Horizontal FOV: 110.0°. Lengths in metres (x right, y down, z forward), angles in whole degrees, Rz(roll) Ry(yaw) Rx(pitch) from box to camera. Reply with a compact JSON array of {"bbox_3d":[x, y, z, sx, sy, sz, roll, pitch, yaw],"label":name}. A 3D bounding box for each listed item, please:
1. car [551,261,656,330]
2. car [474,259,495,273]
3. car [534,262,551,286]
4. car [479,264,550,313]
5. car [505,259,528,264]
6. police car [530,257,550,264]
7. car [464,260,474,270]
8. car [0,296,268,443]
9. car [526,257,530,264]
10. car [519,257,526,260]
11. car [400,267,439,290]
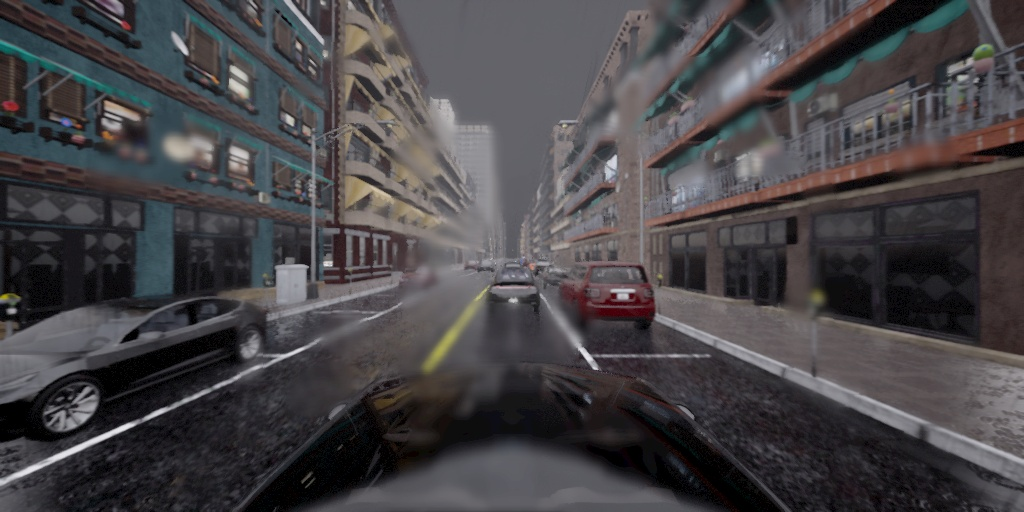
[{"bbox_3d":[2.688,1.063,11.093,2.192,1.841,5.009,0,0,0],"label":"car"},{"bbox_3d":[-3.102,1.223,43.259,1.882,1.535,5.008,0,0,0],"label":"car"},{"bbox_3d":[2.685,1.297,22.458,2.007,1.370,4.403,0,0,0],"label":"car"},{"bbox_3d":[0.082,1.238,13.941,2.128,1.511,4.902,0,0,0],"label":"car"},{"bbox_3d":[0.079,1.251,29.264,1.837,1.490,4.892,0,0,0],"label":"car"},{"bbox_3d":[3.124,1.171,35.804,1.930,1.638,5.238,0,0,0],"label":"police car"},{"bbox_3d":[-5.703,1.291,50.864,1.888,1.381,4.507,0,0,0],"label":"car"},{"bbox_3d":[-5.691,1.314,5.405,1.948,1.339,4.313,0,0,0],"label":"car"},{"bbox_3d":[3.102,1.098,42.664,2.097,1.767,4.553,0,0,0],"label":"car"},{"bbox_3d":[2.675,1.061,56.552,2.192,1.841,5.009,0,0,0],"label":"car"},{"bbox_3d":[-5.696,1.328,22.453,1.802,1.307,4.207,0,0,0],"label":"car"}]
